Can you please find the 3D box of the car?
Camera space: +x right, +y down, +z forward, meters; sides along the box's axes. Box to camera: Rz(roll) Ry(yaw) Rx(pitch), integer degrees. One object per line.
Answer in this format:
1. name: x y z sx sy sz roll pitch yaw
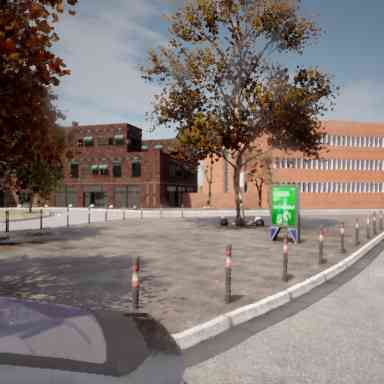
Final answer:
1. car: -2.334 1.491 1.748 4.902 1.511 2.128 0 0 -24
